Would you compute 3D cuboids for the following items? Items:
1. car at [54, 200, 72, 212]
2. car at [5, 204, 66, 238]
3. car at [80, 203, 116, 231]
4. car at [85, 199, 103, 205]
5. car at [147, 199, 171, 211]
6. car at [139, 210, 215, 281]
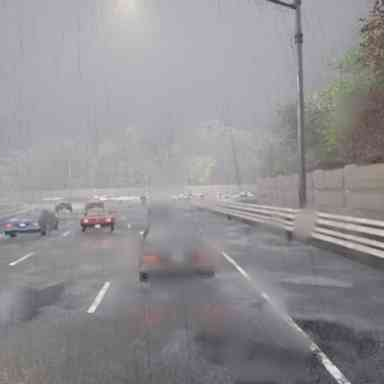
[{"bbox_3d":[-15.867,1.713,41.032,1.837,1.490,4.892,-1,0,-23],"label":"car"},{"bbox_3d":[-8.933,1.688,19.027,2.033,1.411,5.357,-2,0,-11],"label":"car"},{"bbox_3d":[-5.791,1.641,20.986,1.895,1.301,4.718,-2,0,-11],"label":"car"},{"bbox_3d":[-11.985,1.577,40.847,1.882,1.535,5.008,-2,0,-22],"label":"car"},{"bbox_3d":[-2.900,1.401,29.200,2.128,1.511,4.902,-2,0,-7],"label":"car"},{"bbox_3d":[-0.575,1.505,9.787,2.033,1.411,5.357,-2,0,-6],"label":"car"}]
